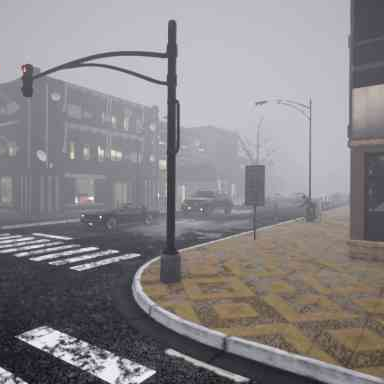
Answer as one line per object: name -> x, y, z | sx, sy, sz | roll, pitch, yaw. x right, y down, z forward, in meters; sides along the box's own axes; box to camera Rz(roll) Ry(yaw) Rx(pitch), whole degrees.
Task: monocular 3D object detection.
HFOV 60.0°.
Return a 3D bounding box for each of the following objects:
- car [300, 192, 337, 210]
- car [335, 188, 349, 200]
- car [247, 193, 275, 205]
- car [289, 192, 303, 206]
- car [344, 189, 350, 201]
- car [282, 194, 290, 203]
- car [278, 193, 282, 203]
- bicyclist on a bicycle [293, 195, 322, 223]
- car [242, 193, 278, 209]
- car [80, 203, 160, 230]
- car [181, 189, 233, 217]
car -> 12.650, 0.993, 33.068 | 2.008, 1.369, 4.403 | 2, 2, 35
car -> 24.213, 0.572, 54.552 | 2.033, 1.411, 5.357 | 1, 1, 36
car -> 8.863, 0.821, 42.620 | 1.887, 1.381, 4.507 | 2, 2, 35
car -> 13.312, 0.937, 38.779 | 1.895, 1.301, 4.718 | 1, 1, 35
car -> 25.412, 0.619, 51.686 | 1.887, 1.381, 4.507 | 2, 2, 35
car -> 14.586, 0.725, 46.111 | 1.812, 1.442, 4.674 | 1, 1, 35
car -> 12.102, 0.767, 47.242 | 1.802, 1.307, 4.206 | 2, 2, 35
bicyclist on a bicycle -> 6.775, 1.003, 19.598 | 1.656, 1.620, 0.582 | 0, 1, 35
car -> 7.081, 1.014, 35.388 | 1.895, 1.301, 4.718 | 1, 1, 35
car -> -4.072, 1.334, 19.299 | 1.895, 1.301, 4.718 | 1, 1, 35
car -> 1.370, 0.798, 27.139 | 2.150, 2.045, 5.566 | 1, 1, 35
